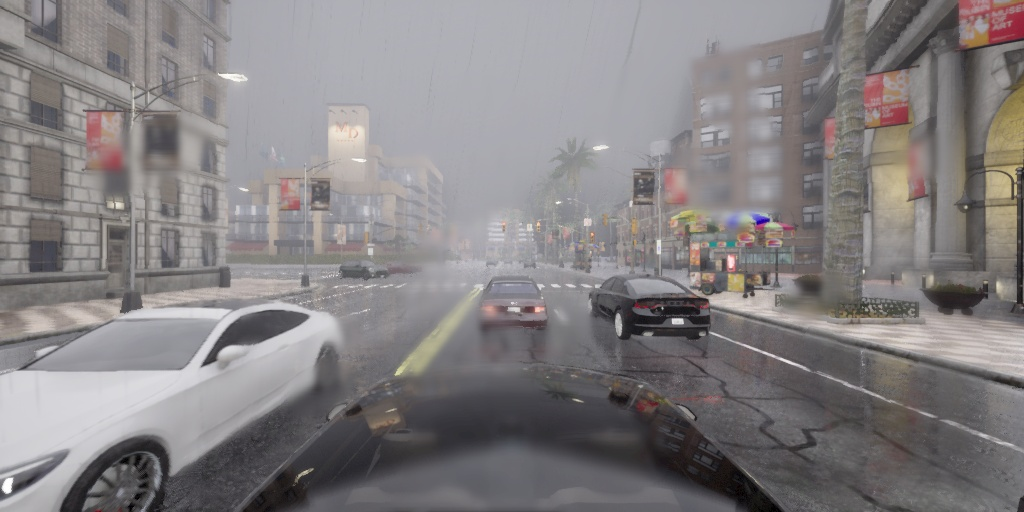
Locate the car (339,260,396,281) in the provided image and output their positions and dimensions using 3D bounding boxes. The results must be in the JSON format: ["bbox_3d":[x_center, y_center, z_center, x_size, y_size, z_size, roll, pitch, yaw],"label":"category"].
[{"bbox_3d":[-12.487,1.102,30.322,4.553,1.767,2.097,0,0,30],"label":"car"}]

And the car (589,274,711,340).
[{"bbox_3d":[3.485,1.228,10.031,1.882,1.535,5.008,0,0,0],"label":"car"}]

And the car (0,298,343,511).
[{"bbox_3d":[-3.611,1.276,4.040,1.812,1.442,4.674,0,0,-1],"label":"car"}]

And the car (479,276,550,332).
[{"bbox_3d":[-0.006,1.297,10.846,2.033,1.411,5.357,0,0,-2],"label":"car"}]

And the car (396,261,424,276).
[{"bbox_3d":[-11.520,1.276,37.233,4.674,1.442,1.812,0,0,-9],"label":"car"}]

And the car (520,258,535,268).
[{"bbox_3d":[2.900,1.241,60.573,2.128,1.511,4.902,0,0,0],"label":"car"}]
